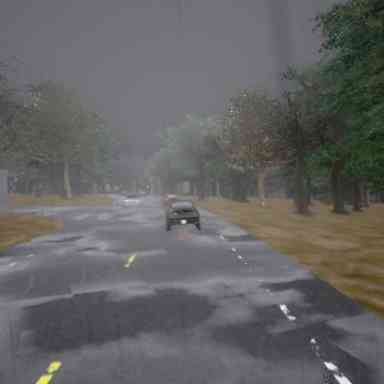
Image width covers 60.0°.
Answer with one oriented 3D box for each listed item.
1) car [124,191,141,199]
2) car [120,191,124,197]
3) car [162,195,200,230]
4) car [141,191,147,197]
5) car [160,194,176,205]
[{"bbox_3d":[-11.017,0.656,61.239,1.895,1.301,4.718,-1,1,-13],"label":"car"},{"bbox_3d":[-15.672,0.370,77.529,2.033,1.411,5.357,-1,1,-17],"label":"car"},{"bbox_3d":[-0.634,1.215,19.428,1.837,1.490,4.892,-4,2,-5],"label":"car"},{"bbox_3d":[-11.608,0.337,76.337,1.994,1.385,4.181,-1,1,-19],"label":"car"},{"bbox_3d":[-2.593,0.920,39.254,1.812,1.442,4.674,-1,1,-12],"label":"car"}]
